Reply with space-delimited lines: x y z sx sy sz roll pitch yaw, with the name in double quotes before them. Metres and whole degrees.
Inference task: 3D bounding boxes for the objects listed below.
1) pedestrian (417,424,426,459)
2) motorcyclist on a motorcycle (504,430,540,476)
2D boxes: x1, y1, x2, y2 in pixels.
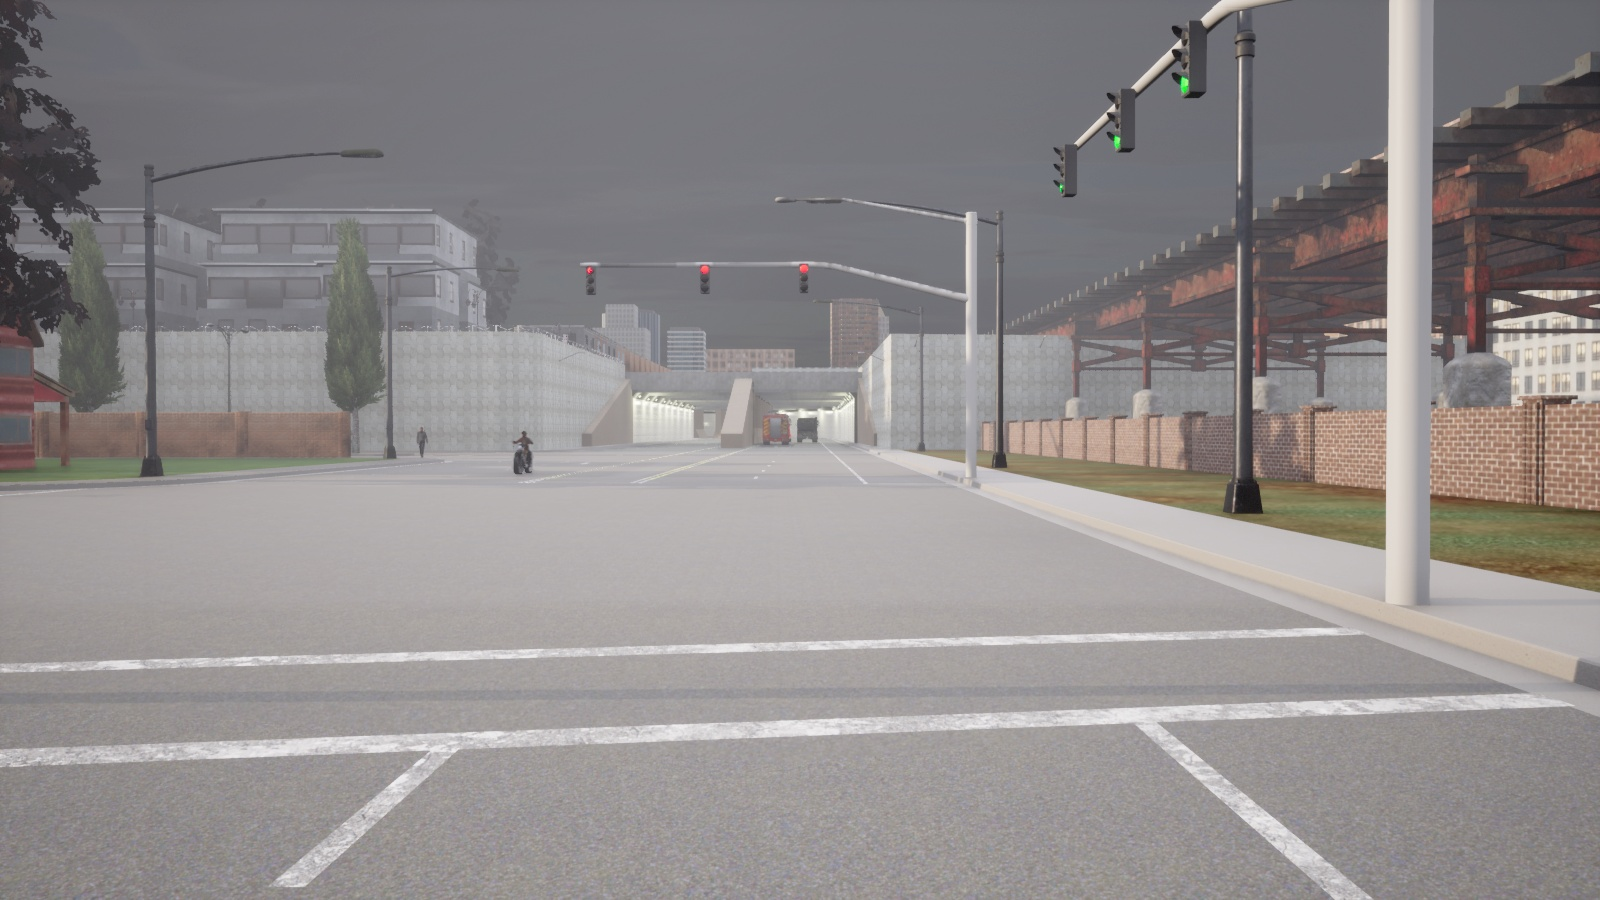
"pedestrian" -21.450 -0.502 71.197 0.423 1.949 0.788 0 1 -13
"motorcyclist on a motorcycle" -10.218 0.081 46.230 0.766 1.649 2.350 0 1 0
